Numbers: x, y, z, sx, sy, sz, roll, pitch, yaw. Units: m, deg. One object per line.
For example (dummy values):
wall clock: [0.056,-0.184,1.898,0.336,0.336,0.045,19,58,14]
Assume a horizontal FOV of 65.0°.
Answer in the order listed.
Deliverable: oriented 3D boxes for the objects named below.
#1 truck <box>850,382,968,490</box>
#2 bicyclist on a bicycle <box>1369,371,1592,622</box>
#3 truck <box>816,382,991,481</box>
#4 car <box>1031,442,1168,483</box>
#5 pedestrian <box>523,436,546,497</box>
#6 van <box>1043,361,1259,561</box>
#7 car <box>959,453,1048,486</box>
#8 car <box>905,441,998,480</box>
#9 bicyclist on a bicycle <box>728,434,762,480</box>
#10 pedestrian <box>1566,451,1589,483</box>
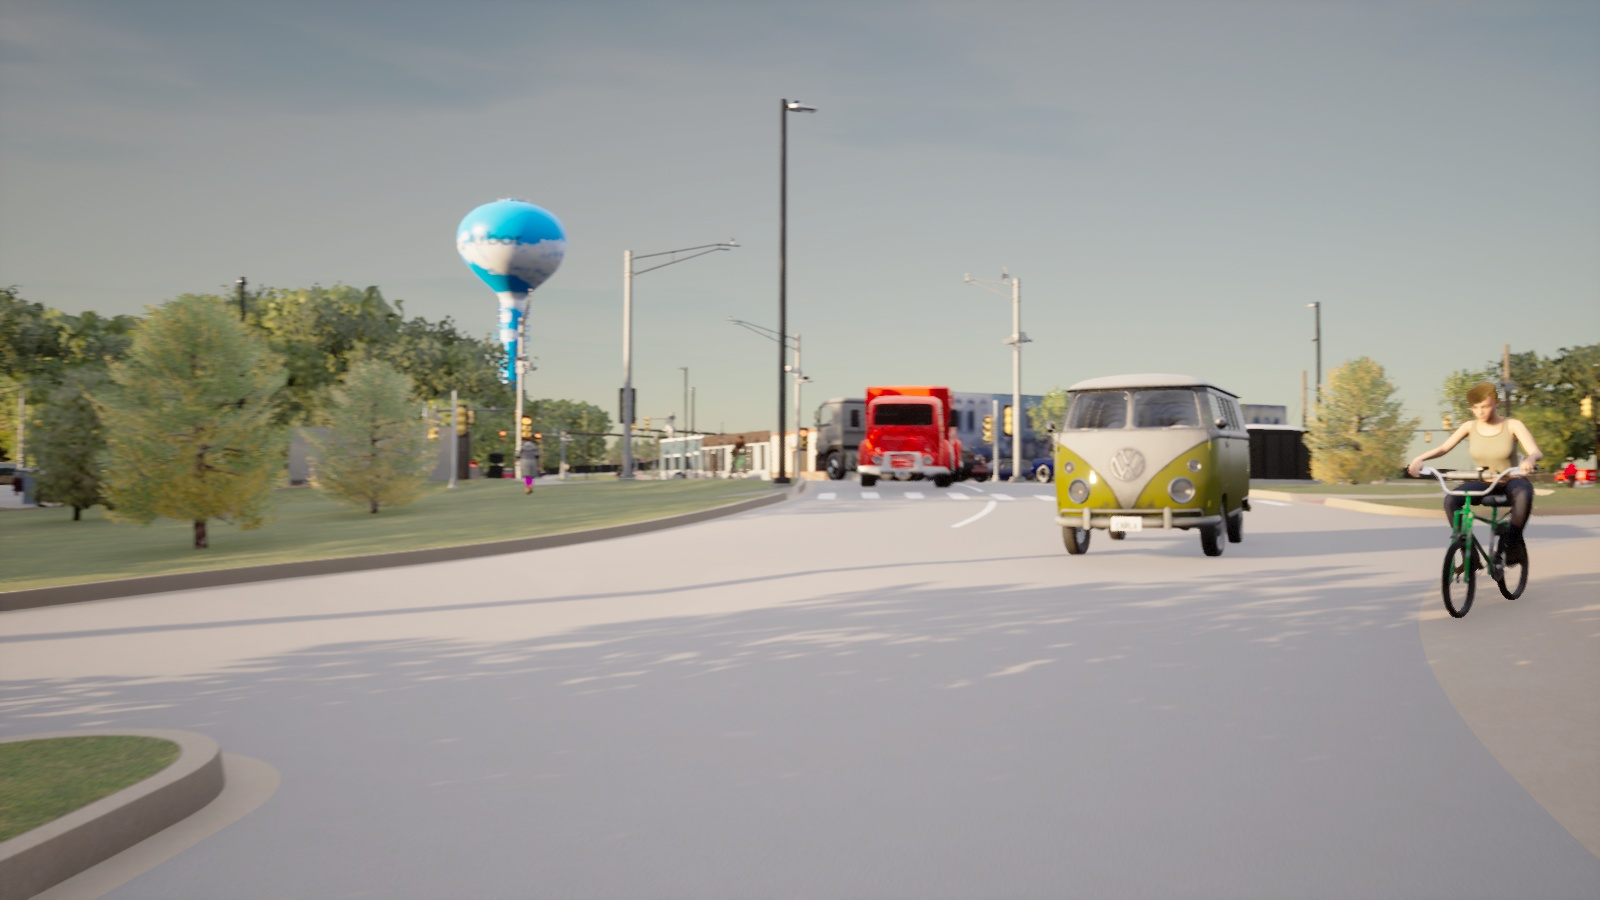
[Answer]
truck: [2.845,-0.403,31.529,2.627,2.467,5.204,0,2,8]
bicyclist on a bicycle: [4.899,0.284,9.012,1.509,1.612,0.866,-4,2,-41]
truck: [3.812,-0.557,48.708,2.891,3.462,7.936,1,-2,-29]
car: [10.236,0.442,43.307,1.895,1.301,4.718,1,-1,-29]
pedestrian: [-8.623,0.537,40.792,0.659,1.952,0.873,0,-2,-17]
van: [4.310,0.125,14.909,1.775,1.987,4.442,-2,0,24]
car: [11.604,1.143,71.510,4.553,1.767,2.097,1,-3,-22]
car: [6.122,0.462,51.069,1.970,1.475,3.806,1,-2,-26]
bicyclist on a bicycle: [-1.992,0.269,45.445,0.582,1.620,1.656,1,-2,-27]
pedestrian: [44.693,0.989,72.160,0.899,1.844,0.634,1,-3,-19]
